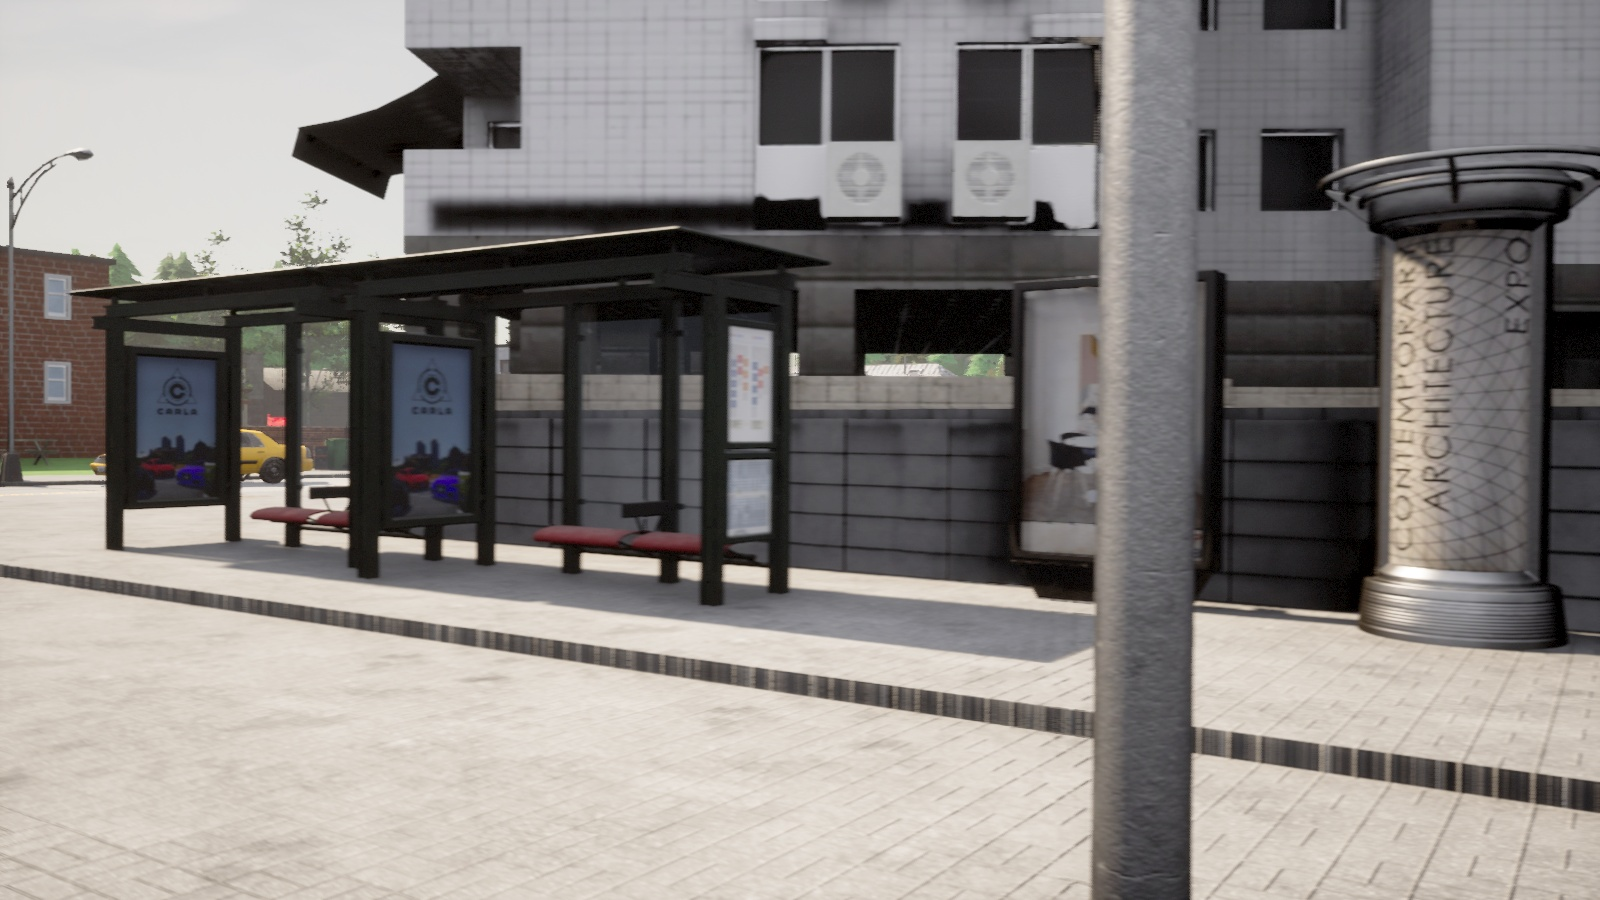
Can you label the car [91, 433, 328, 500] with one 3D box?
[{"bbox_3d":[-15.115,0.364,32.499,1.801,1.575,5.366,0,1,34],"label":"car"}]
